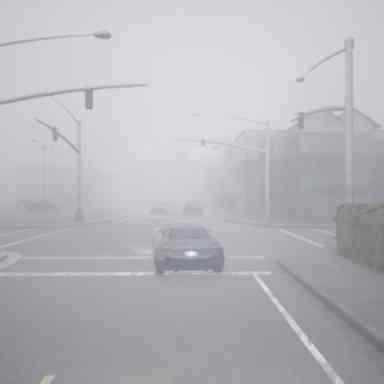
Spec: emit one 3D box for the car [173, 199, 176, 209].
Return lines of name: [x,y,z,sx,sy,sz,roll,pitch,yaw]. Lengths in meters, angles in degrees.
car: [-3.556,1.863,53.166,1.837,1.490,4.892,0,0,0]

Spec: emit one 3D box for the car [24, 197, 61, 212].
car: [-18.924,1.775,42.392,2.007,1.523,4.514,0,0,0]

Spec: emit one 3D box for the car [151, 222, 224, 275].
car: [-0.279,1.650,10.854,1.994,1.385,4.181,0,-1,-7]

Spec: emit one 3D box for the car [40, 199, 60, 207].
car: [-25.954,1.962,60.862,1.970,1.475,3.806,0,0,0]

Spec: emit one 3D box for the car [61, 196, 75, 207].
car: [-22.628,1.674,60.262,1.905,1.878,3.866,0,0,0]

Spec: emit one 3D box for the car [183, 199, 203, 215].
car: [0.098,1.603,37.235,2.097,1.767,4.553,0,0,0]

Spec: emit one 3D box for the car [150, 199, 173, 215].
car: [-3.592,1.801,37.652,2.033,1.411,5.357,0,0,0]

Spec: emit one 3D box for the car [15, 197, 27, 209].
car: [-25.893,1.641,52.385,1.932,1.855,4.605,0,0,0]
